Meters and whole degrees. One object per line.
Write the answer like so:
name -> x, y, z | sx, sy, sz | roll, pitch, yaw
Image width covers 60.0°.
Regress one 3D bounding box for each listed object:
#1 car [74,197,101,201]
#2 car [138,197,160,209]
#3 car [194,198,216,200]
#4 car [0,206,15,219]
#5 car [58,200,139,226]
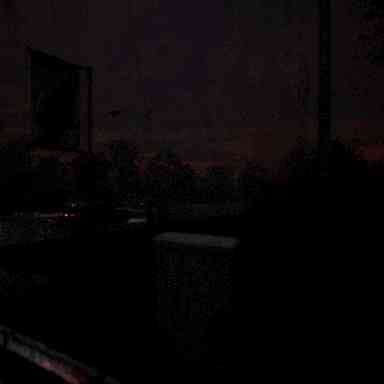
car -> -11.427, 1.306, 35.099 | 2.097, 1.767, 4.553 | 0, 0, 32
car -> -5.846, 1.429, 43.903 | 1.882, 1.535, 5.008 | 0, 0, 32
car -> 2.347, 1.142, 56.661 | 2.033, 1.411, 5.357 | 0, 0, 32
car -> -16.893, 1.556, 26.485 | 1.895, 1.301, 4.718 | 0, 0, 33
car -> -6.540, 1.518, 23.164 | 2.033, 1.411, 5.357 | 0, 0, 35
